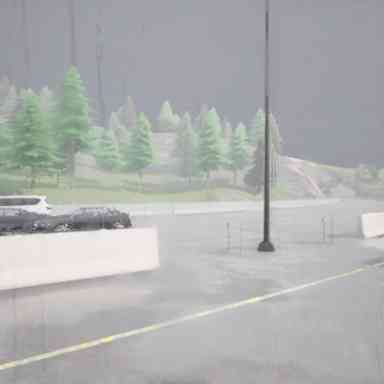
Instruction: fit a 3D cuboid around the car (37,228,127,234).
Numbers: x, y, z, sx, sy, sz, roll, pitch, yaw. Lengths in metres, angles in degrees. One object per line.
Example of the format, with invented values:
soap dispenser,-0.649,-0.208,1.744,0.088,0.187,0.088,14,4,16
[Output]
car,-5.574,1.533,17.369,4.902,1.511,2.128,1,0,-37
